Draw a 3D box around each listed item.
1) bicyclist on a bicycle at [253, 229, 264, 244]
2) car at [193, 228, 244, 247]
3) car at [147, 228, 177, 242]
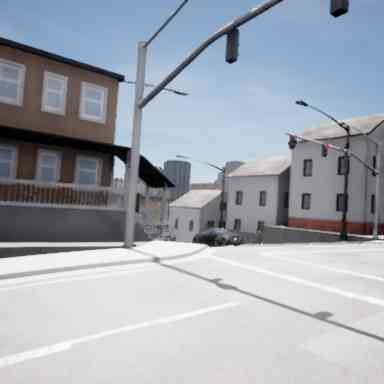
[{"bbox_3d":[7.204,4.817,36.052,1.656,1.620,0.582,5,-10,-35],"label":"bicyclist on a bicycle"},{"bbox_3d":[1.857,3.370,24.706,1.994,1.385,4.181,5,-11,-35],"label":"car"},{"bbox_3d":[-3.703,4.530,32.415,2.150,2.045,5.566,5,-15,-36],"label":"car"}]
